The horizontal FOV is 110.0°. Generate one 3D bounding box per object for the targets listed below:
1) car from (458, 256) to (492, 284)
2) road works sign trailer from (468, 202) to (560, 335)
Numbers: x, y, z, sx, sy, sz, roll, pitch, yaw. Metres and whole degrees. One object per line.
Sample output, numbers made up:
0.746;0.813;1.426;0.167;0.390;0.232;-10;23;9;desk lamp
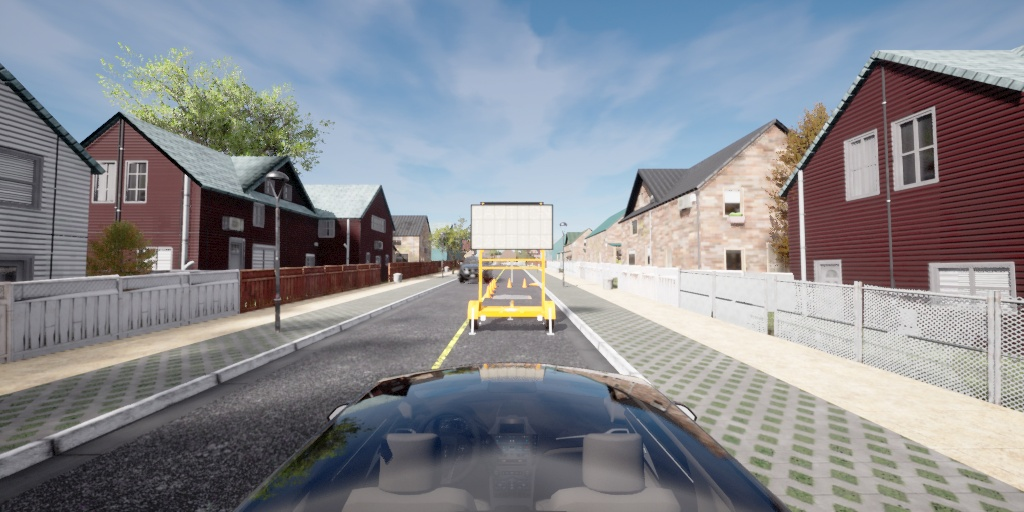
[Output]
-2.742;1.044;27.823;2.150;2.045;5.566;0;0;0;car
-0.001;0.226;10.551;2.380;3.560;2.880;0;0;1;road works sign trailer
